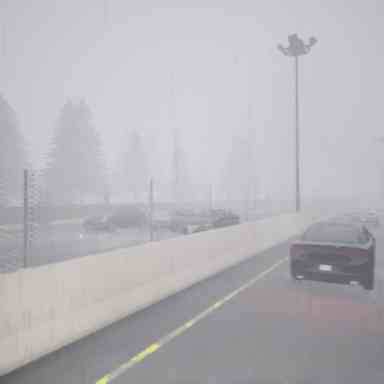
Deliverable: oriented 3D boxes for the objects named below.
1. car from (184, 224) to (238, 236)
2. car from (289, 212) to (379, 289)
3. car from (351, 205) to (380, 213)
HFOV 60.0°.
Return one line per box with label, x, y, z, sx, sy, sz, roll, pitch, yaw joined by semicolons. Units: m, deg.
car;1.144;1.692;18.783;2.128;1.511;4.902;-1;-1;30
car;4.217;1.561;9.628;1.882;1.535;5.008;-1;-1;30
car;13.329;1.732;25.655;1.812;1.442;4.674;-1;-1;30
